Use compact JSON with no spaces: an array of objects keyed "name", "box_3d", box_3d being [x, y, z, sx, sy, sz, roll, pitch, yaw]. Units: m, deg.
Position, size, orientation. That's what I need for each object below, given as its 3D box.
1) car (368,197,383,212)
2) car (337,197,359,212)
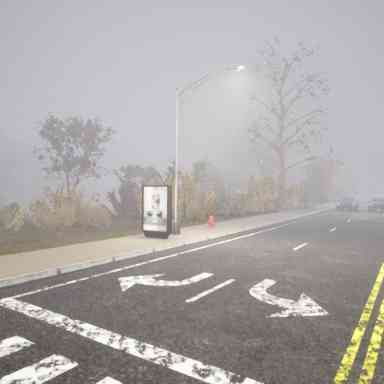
[{"name":"car","box_3d":[21.463,1.393,38.137,2.097,1.767,4.553,0,0,30]},{"name":"car","box_3d":[18.659,1.390,39.780,2.097,1.767,4.553,0,0,30]}]
